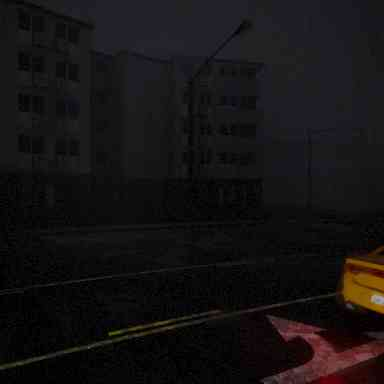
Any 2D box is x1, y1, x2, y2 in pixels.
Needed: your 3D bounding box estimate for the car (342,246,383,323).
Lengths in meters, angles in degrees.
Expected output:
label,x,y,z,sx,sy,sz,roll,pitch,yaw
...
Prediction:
label,x,y,z,sx,sy,sz,roll,pitch,yaw
car,4.992,1.478,5.967,5.008,1.535,1.882,1,0,-26
